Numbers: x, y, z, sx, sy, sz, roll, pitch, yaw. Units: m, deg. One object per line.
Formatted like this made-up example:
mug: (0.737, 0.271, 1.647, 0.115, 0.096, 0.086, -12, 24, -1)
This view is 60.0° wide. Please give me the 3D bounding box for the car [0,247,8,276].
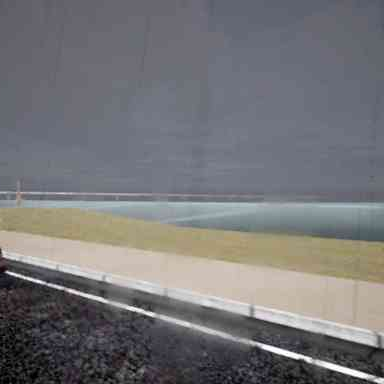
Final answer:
car: (-6.832, 1.524, 8.553, 5.357, 1.411, 2.033, 0, 0, 36)
